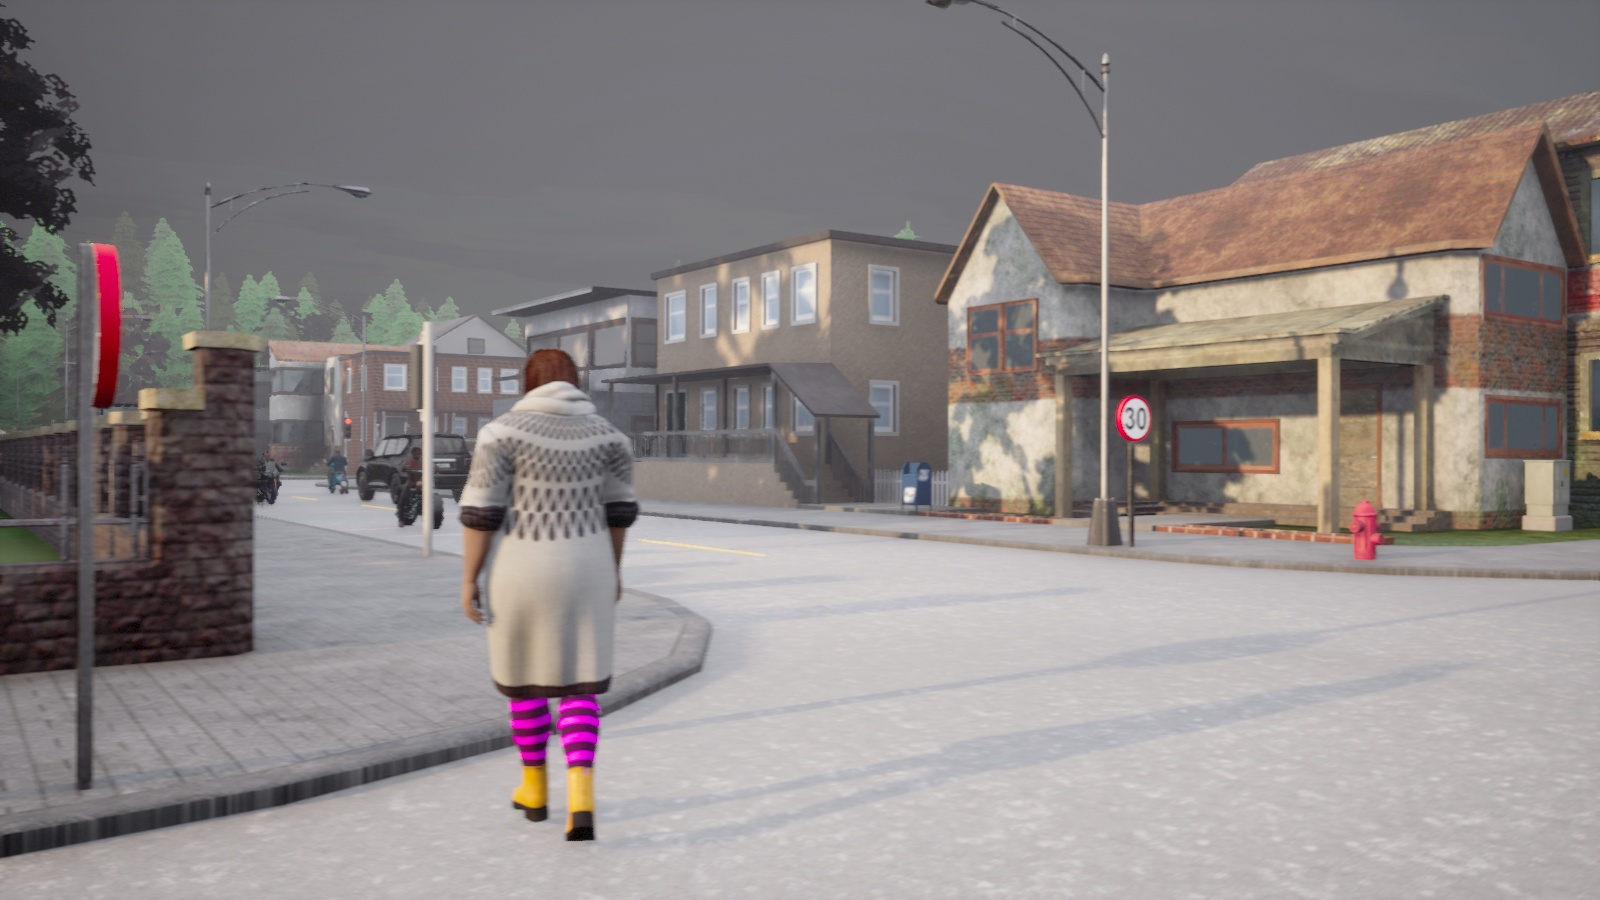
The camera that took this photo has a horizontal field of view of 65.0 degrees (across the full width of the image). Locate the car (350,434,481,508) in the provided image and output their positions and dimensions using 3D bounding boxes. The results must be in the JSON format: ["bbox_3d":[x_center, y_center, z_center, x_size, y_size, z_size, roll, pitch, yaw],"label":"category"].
[{"bbox_3d":[-11.606,0.581,37.579,2.150,2.045,5.566,0,0,-35],"label":"car"}]

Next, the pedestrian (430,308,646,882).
[{"bbox_3d":[-1.026,0.492,4.800,0.659,1.952,0.873,0,0,-22],"label":"pedestrian"}]

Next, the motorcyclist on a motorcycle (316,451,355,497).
[{"bbox_3d":[-16.524,0.843,44.646,0.866,1.590,1.817,0,0,-35],"label":"motorcyclist on a motorcycle"}]

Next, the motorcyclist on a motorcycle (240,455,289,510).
[{"bbox_3d":[-15.362,0.901,35.975,0.866,1.530,2.191,0,0,-35],"label":"motorcyclist on a motorcycle"}]

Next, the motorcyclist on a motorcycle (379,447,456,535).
[{"bbox_3d":[-7.576,0.772,24.773,0.766,1.649,2.350,0,0,-35],"label":"motorcyclist on a motorcycle"}]
